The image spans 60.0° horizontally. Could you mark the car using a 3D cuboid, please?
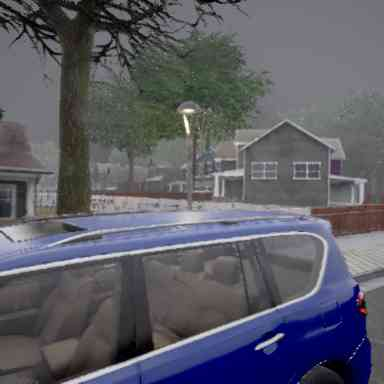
[{"bbox_3d":[-0.919,1.220,2.415,5.566,2.045,2.150,0,0,-36],"label":"car"}]
